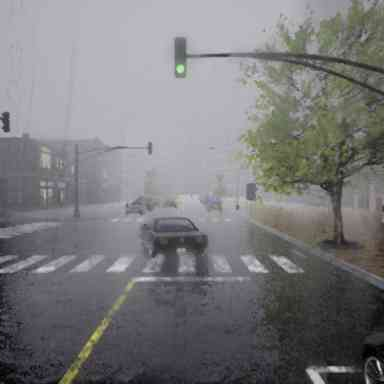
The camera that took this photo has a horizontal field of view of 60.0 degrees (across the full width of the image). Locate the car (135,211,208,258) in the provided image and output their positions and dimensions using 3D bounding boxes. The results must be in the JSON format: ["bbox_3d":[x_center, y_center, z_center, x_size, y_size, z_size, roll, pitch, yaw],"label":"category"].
[{"bbox_3d":[-0.940,1.627,13.055,1.895,1.301,4.718,0,0,-15],"label":"car"}]

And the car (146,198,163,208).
[{"bbox_3d":[-5.679,1.652,50.952,2.008,1.369,4.403,0,0,0],"label":"car"}]

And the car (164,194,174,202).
[{"bbox_3d":[-5.673,1.484,84.258,2.192,1.841,5.009,0,0,0],"label":"car"}]

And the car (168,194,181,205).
[{"bbox_3d":[-3.012,1.604,63.224,1.882,1.535,5.008,0,0,0],"label":"car"}]

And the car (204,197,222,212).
[{"bbox_3d":[2.700,1.605,40.021,1.752,1.417,4.829,0,0,0],"label":"car"}]

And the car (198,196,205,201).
[{"bbox_3d":[2.707,1.759,95.361,1.947,1.339,4.313,0,0,0],"label":"car"}]

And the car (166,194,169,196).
[{"bbox_3d":[-5.677,1.660,67.435,1.752,1.417,4.829,0,0,0],"label":"car"}]

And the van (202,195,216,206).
[{"bbox_3d":[2.702,1.431,45.403,1.690,1.788,3.998,0,0,0],"label":"van"}]

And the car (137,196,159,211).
[{"bbox_3d":[-5.680,1.394,39.850,2.192,1.841,5.009,0,0,0],"label":"car"}]

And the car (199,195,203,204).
[{"bbox_3d":[2.702,1.663,56.504,2.008,1.369,4.403,0,0,0],"label":"car"}]

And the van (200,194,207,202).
[{"bbox_3d":[2.707,1.499,78.709,1.690,1.788,3.998,0,0,0],"label":"van"}]

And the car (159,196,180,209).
[{"bbox_3d":[-3.077,1.657,46.858,1.994,1.385,4.181,0,0,0],"label":"car"}]

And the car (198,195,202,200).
[{"bbox_3d":[2.704,1.701,67.606,1.947,1.339,4.313,0,0,0],"label":"car"}]

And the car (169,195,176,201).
[{"bbox_3d":[-5.673,1.718,95.190,1.752,1.417,4.829,0,0,0],"label":"car"}]

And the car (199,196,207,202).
[{"bbox_3d":[2.707,1.695,84.429,1.752,1.417,4.829,0,0,0],"label":"car"}]

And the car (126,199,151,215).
[{"bbox_3d":[-5.681,1.650,34.299,1.802,1.307,4.206,0,0,0],"label":"car"}]

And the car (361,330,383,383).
[{"bbox_3d":[2.694,1.570,1.822,1.947,1.339,4.313,0,0,0],"label":"car"}]

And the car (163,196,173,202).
[{"bbox_3d":[-5.675,1.709,78.707,2.008,1.369,4.403,0,0,0],"label":"car"}]
